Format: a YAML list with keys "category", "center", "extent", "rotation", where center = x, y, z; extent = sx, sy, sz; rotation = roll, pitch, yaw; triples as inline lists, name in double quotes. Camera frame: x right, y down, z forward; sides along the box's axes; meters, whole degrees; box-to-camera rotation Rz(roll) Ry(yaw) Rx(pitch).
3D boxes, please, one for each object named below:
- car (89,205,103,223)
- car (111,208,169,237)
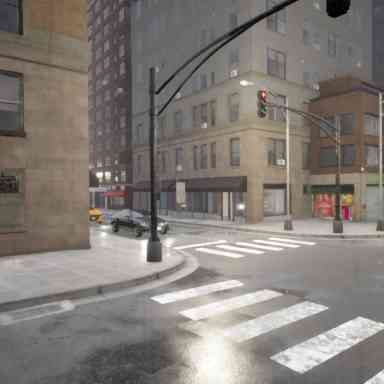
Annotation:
- category: "car"
  center: [-8.916, 1.730, 26.997]
  extent: [1.882, 1.535, 5.008]
  rotation: [-1, 0, -37]
- category: "car"
  center: [-3.198, 1.694, 19.496]
  extent: [1.812, 1.442, 4.674]
  rotation: [-1, 0, -38]
